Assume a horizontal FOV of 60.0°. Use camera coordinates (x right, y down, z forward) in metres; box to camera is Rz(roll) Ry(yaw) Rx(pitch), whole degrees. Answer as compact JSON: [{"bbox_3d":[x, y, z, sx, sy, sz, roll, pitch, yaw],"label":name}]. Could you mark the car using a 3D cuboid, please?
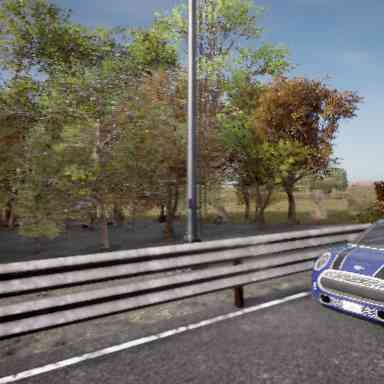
[{"bbox_3d":[4.530,1.349,6.918,4.553,1.767,2.097,0,0,-36],"label":"car"}]
